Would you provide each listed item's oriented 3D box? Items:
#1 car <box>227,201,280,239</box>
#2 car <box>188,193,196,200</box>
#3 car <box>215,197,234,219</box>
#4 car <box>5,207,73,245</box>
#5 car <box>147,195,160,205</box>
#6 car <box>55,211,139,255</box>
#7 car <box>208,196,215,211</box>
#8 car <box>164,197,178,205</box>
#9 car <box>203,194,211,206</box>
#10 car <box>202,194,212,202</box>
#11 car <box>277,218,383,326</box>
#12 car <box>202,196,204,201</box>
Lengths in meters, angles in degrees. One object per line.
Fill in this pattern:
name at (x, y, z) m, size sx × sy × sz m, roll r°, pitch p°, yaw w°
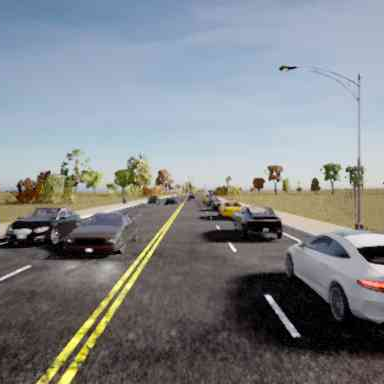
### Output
car at (3.241, 1.453, 17.027) m, size 2.128 × 1.511 × 4.902 m, roll 0°, pitch 0°, yaw 0°
car at (-0.037, 1.203, 80.405) m, size 2.033 × 1.411 × 5.357 m, roll 0°, pitch 0°, yaw 0°
car at (3.236, 1.391, 28.216) m, size 1.801 × 1.575 × 5.366 m, roll 0°, pitch 0°, yaw 0°
car at (-6.609, 1.456, 15.336) m, size 2.128 × 1.511 × 4.902 m, roll 0°, pitch 0°, yaw 0°
car at (-6.578, 1.366, 57.536) m, size 1.837 × 1.490 × 4.892 m, roll 0°, pitch 0°, yaw 1°
car at (-3.358, 1.517, 13.515) m, size 2.033 × 1.411 × 5.357 m, roll 0°, pitch 0°, yaw 0°
car at (3.231, 1.510, 39.057) m, size 1.895 × 1.301 × 4.718 m, roll 0°, pitch 0°, yaw 0°
car at (-3.342, 1.435, 53.776) m, size 1.994 × 1.385 × 4.181 m, roll 0°, pitch 0°, yaw 0°
car at (3.227, 1.429, 50.026) m, size 2.033 × 1.411 × 5.357 m, roll 0°, pitch 0°, yaw 0°
car at (3.216, 1.280, 72.216) m, size 1.801 × 1.575 × 5.366 m, roll 0°, pitch 0°, yaw 0°
car at (3.348, 1.510, 6.925) m, size 1.812 × 1.442 × 4.674 m, roll 0°, pitch 0°, yaw 0°
car at (3.222, 1.309, 61.216) m, size 1.801 × 1.575 × 5.366 m, roll 0°, pitch 0°, yaw 0°
